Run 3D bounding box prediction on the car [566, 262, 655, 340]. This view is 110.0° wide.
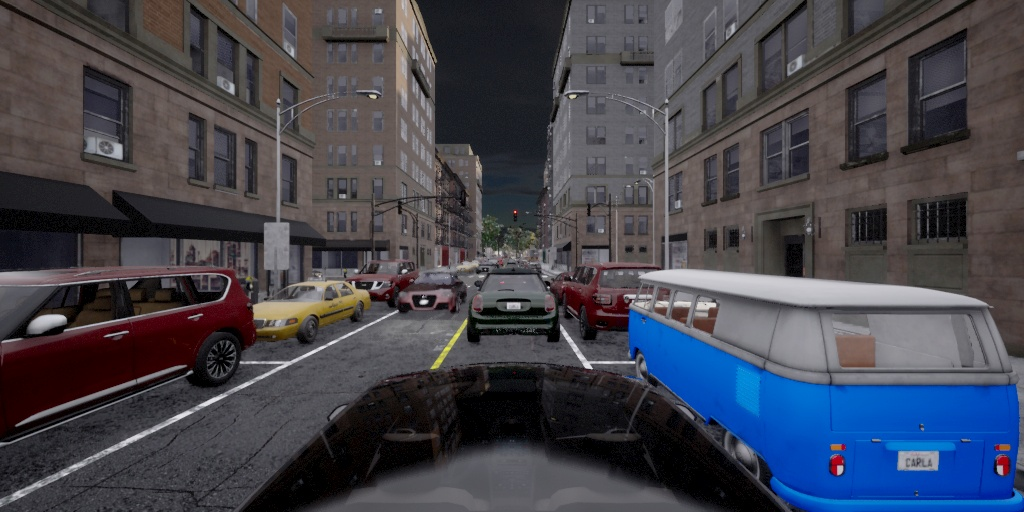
[{"bbox_3d":[2.626,1.065,9.855,2.192,1.841,5.009,0,0,0],"label":"car"}]

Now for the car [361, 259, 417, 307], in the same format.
[{"bbox_3d":[-5.421,1.064,15.523,2.192,1.841,5.009,0,0,0],"label":"car"}]

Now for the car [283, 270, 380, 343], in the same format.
[{"bbox_3d":[-5.411,1.275,9.674,1.751,1.417,4.829,0,0,0],"label":"car"}]

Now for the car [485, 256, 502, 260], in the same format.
[{"bbox_3d":[-2.924,1.228,55.057,1.882,1.535,5.008,0,0,0],"label":"car"}]

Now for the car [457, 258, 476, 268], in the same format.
[{"bbox_3d":[-5.478,1.274,42.360,1.751,1.417,4.829,0,0,0],"label":"car"}]

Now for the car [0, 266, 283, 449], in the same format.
[{"bbox_3d":[-5.402,1.065,4.166,2.192,1.841,5.009,0,0,0],"label":"car"}]

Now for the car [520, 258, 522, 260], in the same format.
[{"bbox_3d":[2.558,1.300,53.506,2.007,1.370,4.403,0,0,0],"label":"car"}]

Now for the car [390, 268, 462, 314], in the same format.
[{"bbox_3d":[-2.869,1.314,13.679,1.994,1.385,4.181,0,0,0],"label":"car"}]

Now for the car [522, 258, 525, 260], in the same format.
[{"bbox_3d":[2.566,1.294,48.024,1.888,1.381,4.507,0,0,0],"label":"car"}]

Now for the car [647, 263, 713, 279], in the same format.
[{"bbox_3d":[14.316,1.278,30.711,4.718,1.301,1.895,0,0,-3],"label":"car"}]

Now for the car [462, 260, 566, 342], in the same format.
[{"bbox_3d":[0.021,1.102,9.892,2.097,1.767,4.553,0,0,0],"label":"car"}]

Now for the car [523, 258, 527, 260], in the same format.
[{"bbox_3d":[2.575,1.300,42.543,2.007,1.370,4.403,0,0,0],"label":"car"}]

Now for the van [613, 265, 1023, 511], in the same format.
[{"bbox_3d":[2.635,1.091,4.177,1.690,1.789,3.998,0,0,0],"label":"van"}]

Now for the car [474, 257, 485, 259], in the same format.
[{"bbox_3d":[-5.492,1.275,53.323,1.751,1.417,4.829,0,0,0],"label":"car"}]
